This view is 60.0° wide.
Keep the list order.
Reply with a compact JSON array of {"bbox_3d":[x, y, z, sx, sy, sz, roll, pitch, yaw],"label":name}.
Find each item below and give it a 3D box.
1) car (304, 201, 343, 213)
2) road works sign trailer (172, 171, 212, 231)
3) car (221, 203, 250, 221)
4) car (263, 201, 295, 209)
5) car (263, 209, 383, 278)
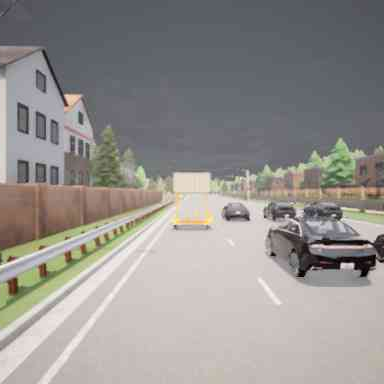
[{"bbox_3d":[10.600,1.529,27.277,1.837,1.490,4.892,0,0,0],"label":"car"},{"bbox_3d":[0.001,0.483,20.654,2.380,3.560,2.880,0,0,0],"label":"road works sign trailer"},{"bbox_3d":[3.600,1.589,27.950,1.994,1.385,4.181,0,0,0],"label":"car"},{"bbox_3d":[7.101,1.529,27.282,1.837,1.490,4.892,0,0,0],"label":"car"},{"bbox_3d":[3.600,1.501,10.130,2.128,1.511,4.902,0,0,0],"label":"car"}]
